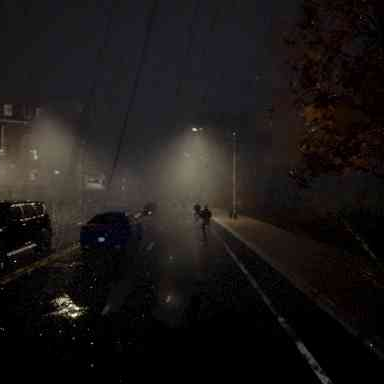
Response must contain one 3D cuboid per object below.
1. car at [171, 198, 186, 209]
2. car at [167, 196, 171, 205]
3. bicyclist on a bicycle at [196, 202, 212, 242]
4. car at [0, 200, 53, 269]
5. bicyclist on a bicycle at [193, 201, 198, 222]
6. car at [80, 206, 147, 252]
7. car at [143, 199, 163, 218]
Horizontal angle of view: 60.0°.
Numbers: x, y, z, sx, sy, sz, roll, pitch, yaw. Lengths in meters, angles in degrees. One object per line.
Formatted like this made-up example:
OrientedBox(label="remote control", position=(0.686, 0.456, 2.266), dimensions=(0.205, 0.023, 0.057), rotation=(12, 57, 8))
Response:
OrientedBox(label="car", position=(-2.068, 1.873, 53.904), dimensions=(1.837, 1.490, 4.892), rotation=(0, 0, -4))
OrientedBox(label="car", position=(-3.854, 2.080, 72.448), dimensions=(1.895, 1.301, 4.718), rotation=(0, 0, -6))
OrientedBox(label="bicyclist on a bicycle", position=(0.669, 1.485, 16.316), dimensions=(0.659, 1.776, 1.843), rotation=(0, 0, -1))
OrientedBox(label="car", position=(-6.707, 1.311, 11.315), dimensions=(2.150, 2.045, 5.566), rotation=(0, -1, -1))
OrientedBox(label="bicyclist on a bicycle", position=(0.389, 1.547, 25.388), dimensions=(0.659, 1.776, 1.843), rotation=(0, 0, -2))
OrientedBox(label="car", position=(-3.336, 1.585, 14.551), dimensions=(1.882, 1.535, 5.008), rotation=(0, 0, -1))
OrientedBox(label="car", position=(-3.988, 1.758, 32.970), dimensions=(1.812, 1.442, 4.674), rotation=(0, 0, -3))
